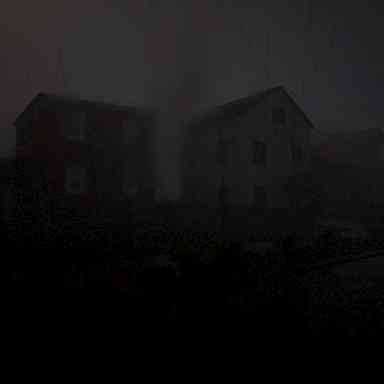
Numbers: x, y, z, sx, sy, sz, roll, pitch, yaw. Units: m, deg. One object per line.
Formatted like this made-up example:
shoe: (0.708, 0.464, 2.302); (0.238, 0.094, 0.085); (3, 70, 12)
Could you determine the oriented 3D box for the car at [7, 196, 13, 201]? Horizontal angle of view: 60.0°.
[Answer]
car: (-16.107, 1.128, 31.495); (3.633, 1.501, 1.845); (0, 0, -36)
